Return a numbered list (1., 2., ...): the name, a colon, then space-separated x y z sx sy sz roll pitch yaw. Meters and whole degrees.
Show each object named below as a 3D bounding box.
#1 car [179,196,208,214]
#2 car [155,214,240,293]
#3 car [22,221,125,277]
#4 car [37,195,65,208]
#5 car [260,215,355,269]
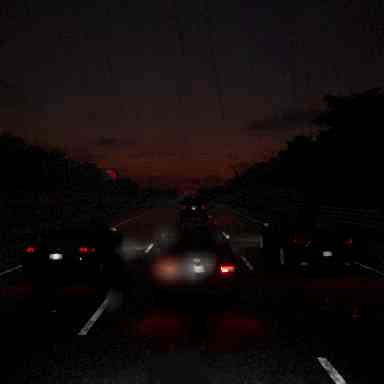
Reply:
1. car: 0.128 1.341 27.625 2.150 2.045 5.566 0 0 0
2. car: 0.109 1.563 8.992 2.033 1.411 5.357 0 0 0
3. car: -3.389 1.584 10.283 1.994 1.385 4.181 0 0 0
4. car: -20.951 1.492 49.754 2.150 2.045 5.566 0 -1 0
5. car: 3.610 1.502 11.309 1.882 1.535 5.008 0 0 0
